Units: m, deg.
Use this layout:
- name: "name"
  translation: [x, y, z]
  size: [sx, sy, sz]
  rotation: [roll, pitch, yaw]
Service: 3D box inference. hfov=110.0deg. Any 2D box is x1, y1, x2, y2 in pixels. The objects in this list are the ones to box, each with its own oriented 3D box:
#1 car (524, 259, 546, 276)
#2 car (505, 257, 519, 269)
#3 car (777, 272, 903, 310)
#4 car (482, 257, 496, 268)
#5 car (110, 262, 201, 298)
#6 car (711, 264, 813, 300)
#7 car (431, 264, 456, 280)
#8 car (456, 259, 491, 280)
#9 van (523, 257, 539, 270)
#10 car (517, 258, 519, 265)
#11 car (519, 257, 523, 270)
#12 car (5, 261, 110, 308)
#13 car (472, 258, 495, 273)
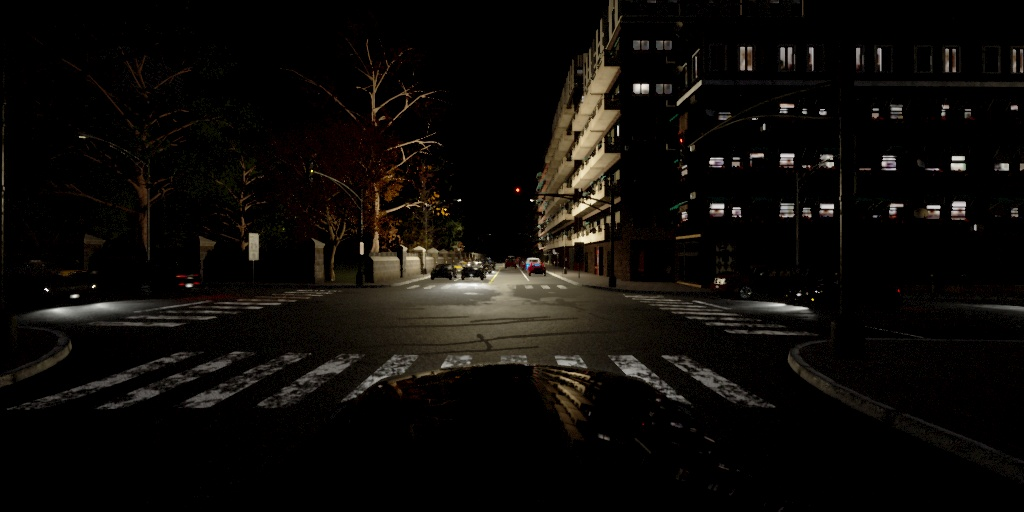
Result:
- name: "car"
  translation: [2.503, 1.314, 36.910]
  size: [1.888, 1.381, 4.507]
  rotation: [0, 0, 0]
- name: "car"
  translation: [-0.211, 1.324, 59.625]
  size: [1.812, 1.442, 4.674]
  rotation: [0, 0, 0]
- name: "car"
  translation: [15.104, 1.623, 16.436]
  size: [4.181, 1.385, 1.994]
  rotation: [1, 0, -1]
- name: "car"
  translation: [-3.357, 1.278, 51.776]
  size: [2.128, 1.511, 4.902]
  rotation: [0, 0, 0]
- name: "car"
  translation: [-16.789, 0.993, 15.957]
  size: [4.892, 1.490, 1.837]
  rotation: [2, 0, -1]
- name: "car"
  translation: [13.359, 1.353, 18.998]
  size: [5.009, 1.841, 2.192]
  rotation: [0, 0, -1]
- name: "car"
  translation: [-5.847, 1.329, 31.235]
  size: [1.948, 1.339, 4.313]
  rotation: [0, 0, 0]
- name: "car"
  translation: [-3.250, 1.255, 31.066]
  size: [2.128, 1.511, 4.902]
  rotation: [0, 0, 0]
- name: "van"
  translation: [2.472, 1.115, 42.541]
  size: [1.690, 1.789, 3.998]
  rotation: [0, 0, 0]
- name: "car"
  translation: [2.380, 1.348, 59.431]
  size: [2.007, 1.370, 4.403]
  rotation: [0, 0, 0]
- name: "car"
  translation: [2.411, 1.229, 53.801]
  size: [1.967, 1.591, 4.097]
  rotation: [0, 0, 0]
- name: "car"
  translation: [-18.225, 0.996, 12.736]
  size: [5.357, 1.411, 2.033]
  rotation: [1, 0, -1]
- name: "car"
  translation: [-3.307, 1.278, 41.364]
  size: [1.837, 1.490, 4.892]
  rotation: [0, 0, 0]
